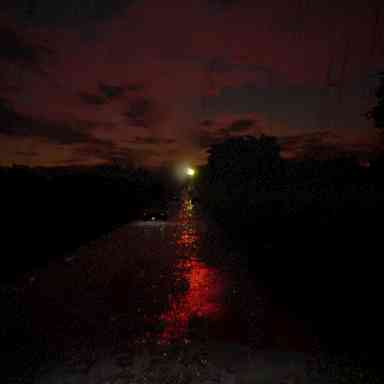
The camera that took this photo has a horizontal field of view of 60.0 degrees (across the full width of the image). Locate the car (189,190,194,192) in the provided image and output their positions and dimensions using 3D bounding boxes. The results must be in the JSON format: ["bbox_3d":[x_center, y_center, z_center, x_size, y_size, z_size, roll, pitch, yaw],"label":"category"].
[{"bbox_3d":[0.819,1.031,79.869,2.097,1.767,4.553,0,1,0],"label":"car"}]

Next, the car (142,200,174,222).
[{"bbox_3d":[-2.851,1.569,27.213,2.033,1.411,5.357,0,0,0],"label":"car"}]

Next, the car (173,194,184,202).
[{"bbox_3d":[-2.755,1.174,69.041,2.097,1.767,4.553,0,1,0],"label":"car"}]

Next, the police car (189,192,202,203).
[{"bbox_3d":[0.820,1.314,64.010,1.930,1.638,5.238,0,1,0],"label":"police car"}]
